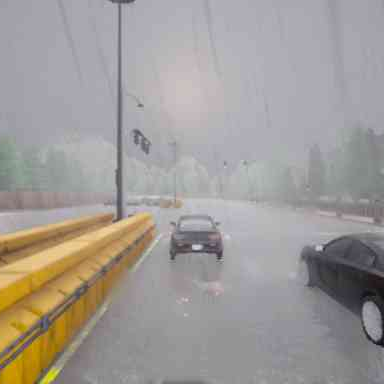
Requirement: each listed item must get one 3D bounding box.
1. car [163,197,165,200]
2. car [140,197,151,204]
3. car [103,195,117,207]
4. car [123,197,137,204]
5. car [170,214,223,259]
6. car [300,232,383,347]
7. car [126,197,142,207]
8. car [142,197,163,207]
[{"bbox_3d":[-6.683,1.845,73.055,1.837,1.490,4.892,0,0,0],"label":"car"},{"bbox_3d":[-10.182,1.845,73.150,1.837,1.490,4.892,0,0,0],"label":"car"},{"bbox_3d":[-13.788,1.494,58.245,2.150,2.045,5.566,0,0,1],"label":"car"},{"bbox_3d":[-13.679,1.888,73.956,2.033,1.411,5.357,0,0,0],"label":"car"},{"bbox_3d":[0.134,1.587,12.816,1.812,1.442,4.674,0,0,0],"label":"car"},{"bbox_3d":[3.626,1.509,6.391,1.882,1.535,5.008,0,0,0],"label":"car"},{"bbox_3d":[-10.299,1.797,57.564,1.812,1.442,4.674,0,0,1],"label":"car"},{"bbox_3d":[-6.803,1.764,57.730,2.128,1.511,4.902,0,0,1],"label":"car"}]
